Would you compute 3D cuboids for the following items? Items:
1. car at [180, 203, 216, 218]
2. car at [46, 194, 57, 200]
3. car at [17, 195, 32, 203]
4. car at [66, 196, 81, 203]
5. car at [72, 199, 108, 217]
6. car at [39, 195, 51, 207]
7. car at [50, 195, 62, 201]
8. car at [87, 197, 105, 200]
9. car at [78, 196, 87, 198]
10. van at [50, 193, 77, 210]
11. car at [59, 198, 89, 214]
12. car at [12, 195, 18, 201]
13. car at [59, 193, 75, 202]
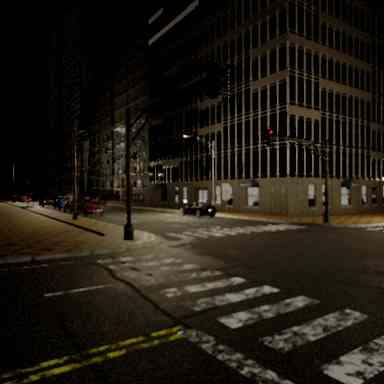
[{"bbox_3d":[0.557,1.645,31.329,1.947,1.339,4.313,0,0,-34],"label":"car"},{"bbox_3d":[-37.064,1.338,87.880,1.967,1.590,4.097,0,0,-34],"label":"car"},{"bbox_3d":[-34.744,1.526,69.678,1.887,1.381,4.507,0,0,-34],"label":"car"},{"bbox_3d":[-24.854,1.491,69.573,1.752,1.417,4.829,0,0,-34],"label":"car"},{"bbox_3d":[-10.101,1.678,32.730,1.802,1.307,4.206,0,0,-34],"label":"car"},{"bbox_3d":[-22.328,1.569,51.062,1.752,1.417,4.829,0,0,-34],"label":"car"},{"bbox_3d":[-33.987,1.466,83.268,2.008,1.369,4.403,0,0,-34],"label":"car"},{"bbox_3d":[-15.625,1.537,55.735,1.752,1.417,4.829,0,0,-34],"label":"car"},{"bbox_3d":[-18.607,1.548,60.207,2.008,1.369,4.403,0,0,-34],"label":"car"},{"bbox_3d":[-16.262,1.412,41.966,1.690,1.788,3.998,0,0,-34],"label":"van"},{"bbox_3d":[-13.181,1.666,37.348,1.802,1.307,4.206,0,0,-34],"label":"car"},{"bbox_3d":[-40.785,1.512,78.995,1.947,1.339,4.313,0,0,-34],"label":"car"},{"bbox_3d":[-27.835,1.265,74.043,2.192,1.841,5.009,0,0,-34],"label":"car"}]
